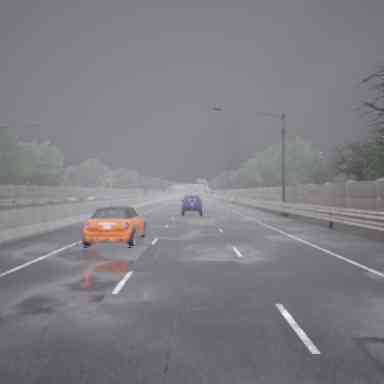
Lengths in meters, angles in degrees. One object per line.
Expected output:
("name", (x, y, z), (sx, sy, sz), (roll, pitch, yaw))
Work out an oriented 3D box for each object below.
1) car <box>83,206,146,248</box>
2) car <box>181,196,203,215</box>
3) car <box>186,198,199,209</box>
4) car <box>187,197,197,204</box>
("car", (-3.401, 1.429, 15.443), (2.097, 1.767, 4.553), (0, 0, 0))
("car", (-0.003, 1.400, 35.975), (2.150, 2.045, 5.566), (0, 0, 0))
("car", (0.096, 1.726, 51.873), (1.882, 1.535, 5.008), (0, 0, 0))
("car", (-0.006, 1.865, 72.408), (2.033, 1.411, 5.357), (0, 0, 0))
